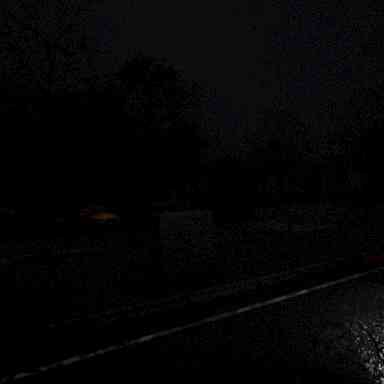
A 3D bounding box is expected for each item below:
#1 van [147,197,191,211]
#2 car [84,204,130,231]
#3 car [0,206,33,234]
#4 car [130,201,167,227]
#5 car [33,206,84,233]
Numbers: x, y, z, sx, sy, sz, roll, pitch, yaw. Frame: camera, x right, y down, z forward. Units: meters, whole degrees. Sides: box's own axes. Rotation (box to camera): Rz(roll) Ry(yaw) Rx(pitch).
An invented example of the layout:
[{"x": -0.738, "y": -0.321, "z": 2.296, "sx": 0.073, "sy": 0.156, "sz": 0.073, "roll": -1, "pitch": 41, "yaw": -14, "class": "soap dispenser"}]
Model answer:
[{"x": -1.805, "y": 1.358, "z": 25.304, "sx": 1.878, "sy": 1.987, "sz": 4.442, "roll": 0, "pitch": 0, "yaw": -36, "class": "van"}, {"x": -6.282, "y": 1.570, "z": 22.021, "sx": 1.946, "sy": 1.575, "sz": 5.366, "roll": 0, "pitch": 0, "yaw": -36, "class": "car"}, {"x": -10.902, "y": 1.564, "z": 18.942, "sx": 2.231, "sy": 1.521, "sz": 4.892, "roll": 0, "pitch": 0, "yaw": -36, "class": "car"}, {"x": -4.148, "y": 1.608, "z": 23.811, "sx": 2.163, "sy": 1.488, "sz": 4.792, "roll": 0, "pitch": 0, "yaw": -36, "class": "car"}, {"x": -8.665, "y": 1.597, "z": 20.583, "sx": 2.163, "sy": 1.488, "sz": 4.792, "roll": 0, "pitch": 0, "yaw": -36, "class": "car"}]
